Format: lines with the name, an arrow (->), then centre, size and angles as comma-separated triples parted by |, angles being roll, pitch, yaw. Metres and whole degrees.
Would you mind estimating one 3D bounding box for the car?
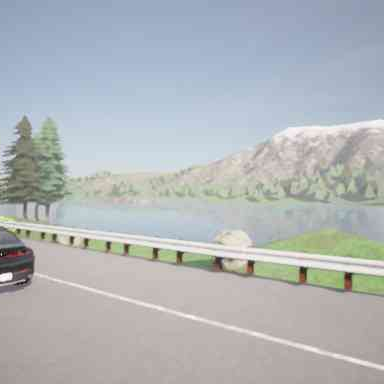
car -> -5.879, 1.571, 8.492 | 4.892, 1.490, 1.837 | 0, 0, 37
